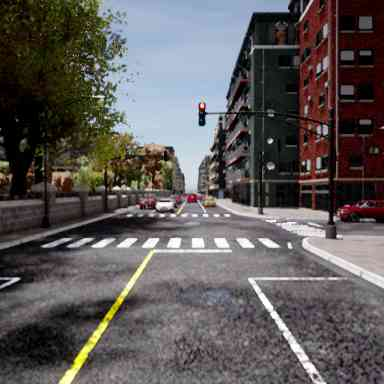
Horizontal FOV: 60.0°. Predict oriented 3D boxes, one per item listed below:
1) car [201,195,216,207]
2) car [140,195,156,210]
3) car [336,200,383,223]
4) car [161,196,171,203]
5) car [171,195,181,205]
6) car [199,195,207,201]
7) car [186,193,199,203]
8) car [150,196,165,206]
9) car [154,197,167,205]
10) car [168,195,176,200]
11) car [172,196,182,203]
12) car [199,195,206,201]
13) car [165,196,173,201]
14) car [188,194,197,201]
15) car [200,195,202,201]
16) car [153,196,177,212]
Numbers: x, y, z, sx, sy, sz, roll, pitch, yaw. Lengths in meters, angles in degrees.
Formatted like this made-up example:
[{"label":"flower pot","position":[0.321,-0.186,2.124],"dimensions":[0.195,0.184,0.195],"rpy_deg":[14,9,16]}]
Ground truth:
[{"label":"car","position":[2.723,1.530,49.777],"dimensions":[1.752,1.417,4.829],"rpy_deg":[0,0,0]},{"label":"car","position":[-5.662,1.317,44.077],"dimensions":[2.192,1.841,5.009],"rpy_deg":[0,0,0]},{"label":"car","position":[14.635,1.587,27.490],"dimensions":[5.009,1.841,2.192],"rpy_deg":[1,-1,0]},{"label":"car","position":[-5.642,1.601,71.752],"dimensions":[1.802,1.307,4.206],"rpy_deg":[0,0,0]},{"label":"car","position":[-3.059,1.551,47.812],"dimensions":[2.033,1.411,5.357],"rpy_deg":[0,0,0]},{"label":"car","position":[2.746,1.573,82.818],"dimensions":[1.887,1.381,4.507],"rpy_deg":[0,0,0]},{"label":"car","position":[0.050,1.239,69.420],"dimensions":[2.150,2.045,5.566],"rpy_deg":[0,0,0]},{"label":"car","position":[-5.654,1.448,55.147],"dimensions":[1.967,1.590,4.097],"rpy_deg":[0,0,0]},{"label":"car","position":[-5.650,1.556,60.682],"dimensions":[1.887,1.381,4.507],"rpy_deg":[0,0,0]},{"label":"car","position":[-5.627,1.564,93.723],"dimensions":[1.752,1.417,4.829],"rpy_deg":[0,0,0]},{"label":"car","position":[-2.951,1.542,67.829],"dimensions":[1.812,1.442,4.674],"rpy_deg":[0,0,0]},{"label":"car","position":[2.750,1.578,88.353],"dimensions":[1.887,1.381,4.507],"rpy_deg":[0,0,0]},{"label":"car","position":[-5.634,1.610,82.823],"dimensions":[1.802,1.307,4.206],"rpy_deg":[0,0,0]},{"label":"car","position":[0.057,1.293,79.780],"dimensions":[2.097,1.767,4.553],"rpy_deg":[0,0,0]},{"label":"car","position":[2.727,1.553,55.141],"dimensions":[1.887,1.381,4.507],"rpy_deg":[0,0,0]},{"label":"car","position":[-3.041,1.525,38.177],"dimensions":[1.812,1.442,4.674],"rpy_deg":[0,0,0]}]
